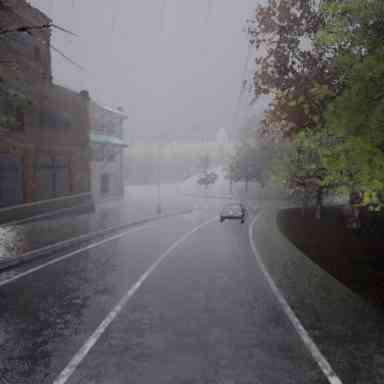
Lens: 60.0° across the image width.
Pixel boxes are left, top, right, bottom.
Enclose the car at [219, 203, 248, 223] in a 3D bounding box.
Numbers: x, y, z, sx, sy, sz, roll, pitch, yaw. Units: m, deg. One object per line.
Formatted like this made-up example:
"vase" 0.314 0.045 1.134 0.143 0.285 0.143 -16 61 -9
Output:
"car" 3.356 1.596 26.284 2.033 1.411 5.357 1 0 13
